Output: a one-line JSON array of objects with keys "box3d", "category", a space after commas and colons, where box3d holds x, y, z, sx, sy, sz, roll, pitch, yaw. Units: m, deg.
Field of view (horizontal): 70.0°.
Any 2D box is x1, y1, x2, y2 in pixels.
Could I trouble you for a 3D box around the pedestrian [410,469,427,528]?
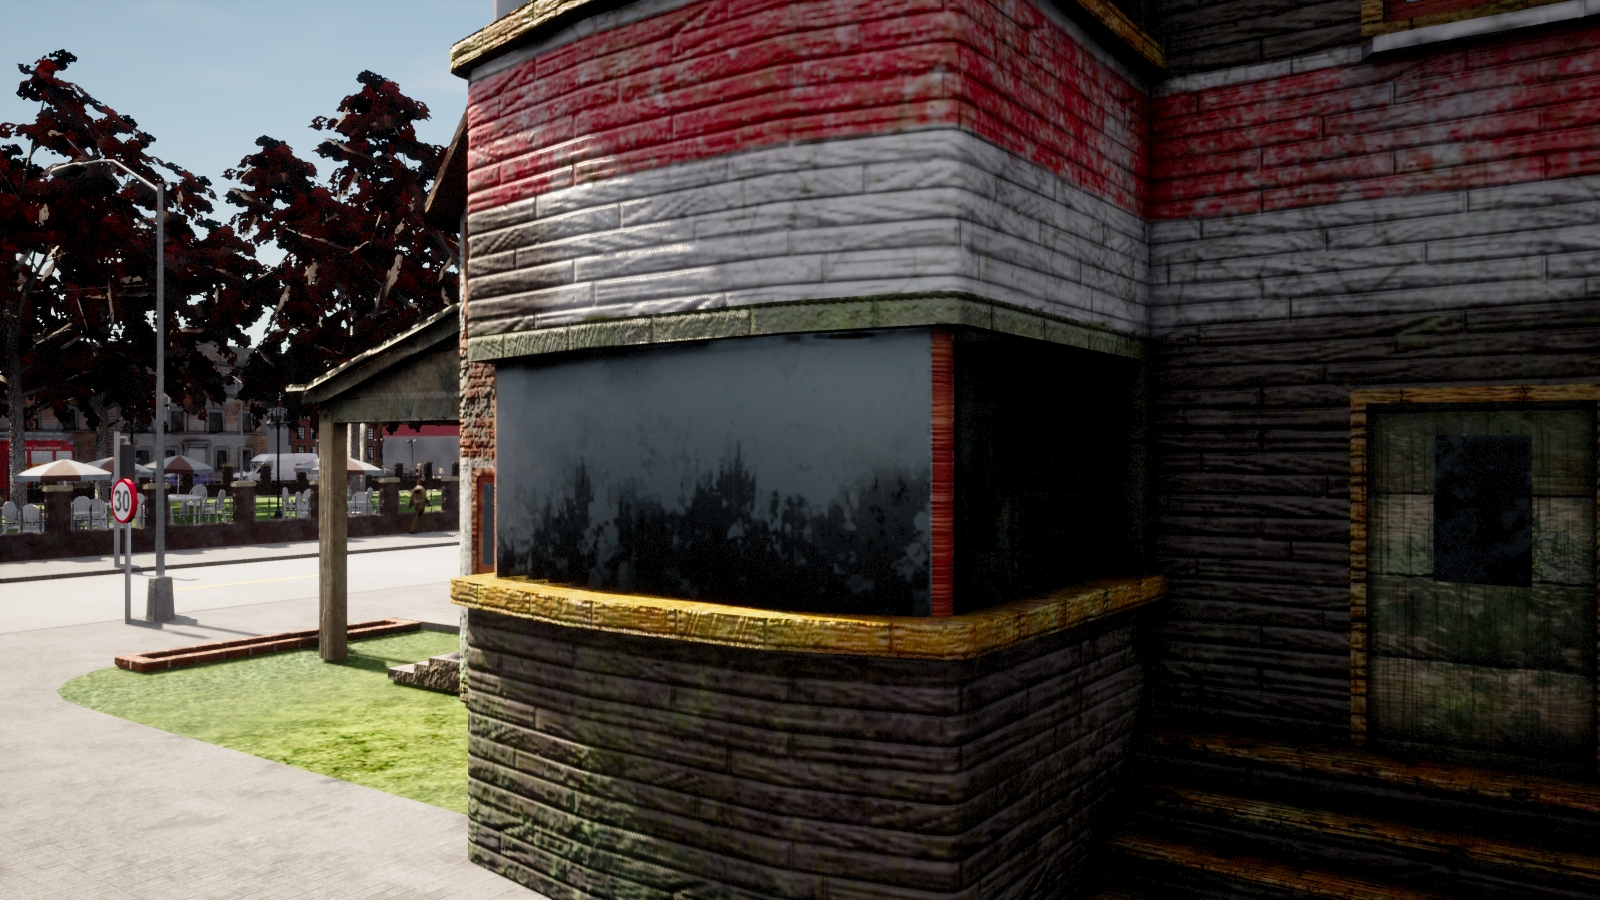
[{"box3d": [-12.134, 1.525, 36.365, 0.375, 1.860, 0.375, 0, 0, 35], "category": "pedestrian"}]
